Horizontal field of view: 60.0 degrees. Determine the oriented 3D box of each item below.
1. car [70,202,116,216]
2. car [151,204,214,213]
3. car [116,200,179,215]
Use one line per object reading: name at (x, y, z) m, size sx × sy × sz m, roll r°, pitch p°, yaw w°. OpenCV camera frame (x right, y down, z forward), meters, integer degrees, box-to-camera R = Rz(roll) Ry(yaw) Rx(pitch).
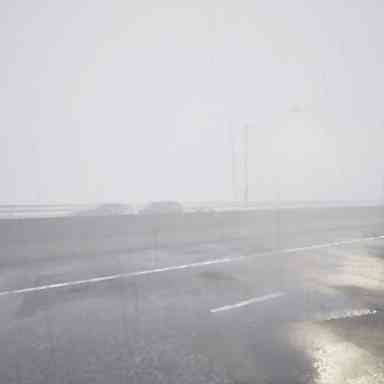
car at (-6.623, 1.533, 24.993) m, size 4.892 × 1.490 × 1.837 m, roll 1°, pitch 0°, yaw -35°
car at (0.092, 1.649, 21.139) m, size 4.718 × 1.301 × 1.895 m, roll 0°, pitch 0°, yaw -35°
car at (-2.636, 1.393, 23.503) m, size 4.553 × 1.767 × 2.097 m, roll 0°, pitch 0°, yaw -35°
